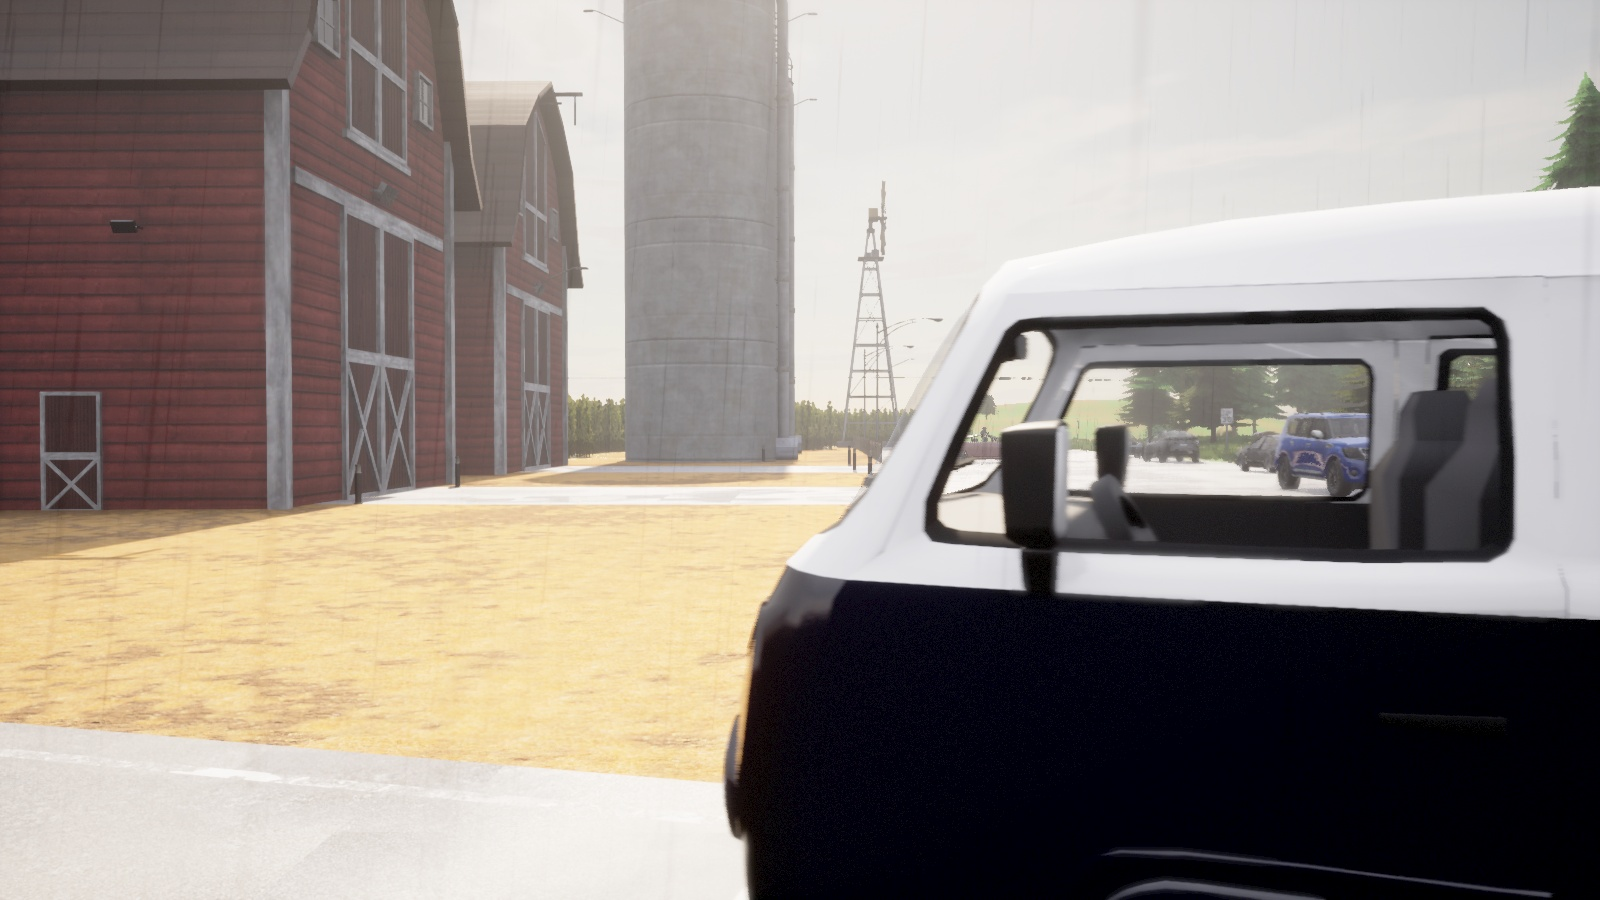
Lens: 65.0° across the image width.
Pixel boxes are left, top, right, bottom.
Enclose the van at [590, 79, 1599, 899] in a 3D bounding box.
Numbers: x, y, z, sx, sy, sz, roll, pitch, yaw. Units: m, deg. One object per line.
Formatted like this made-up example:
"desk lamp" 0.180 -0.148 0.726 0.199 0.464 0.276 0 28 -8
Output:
"van" 2.093 0.521 2.450 4.480 2.038 2.069 1 1 17
